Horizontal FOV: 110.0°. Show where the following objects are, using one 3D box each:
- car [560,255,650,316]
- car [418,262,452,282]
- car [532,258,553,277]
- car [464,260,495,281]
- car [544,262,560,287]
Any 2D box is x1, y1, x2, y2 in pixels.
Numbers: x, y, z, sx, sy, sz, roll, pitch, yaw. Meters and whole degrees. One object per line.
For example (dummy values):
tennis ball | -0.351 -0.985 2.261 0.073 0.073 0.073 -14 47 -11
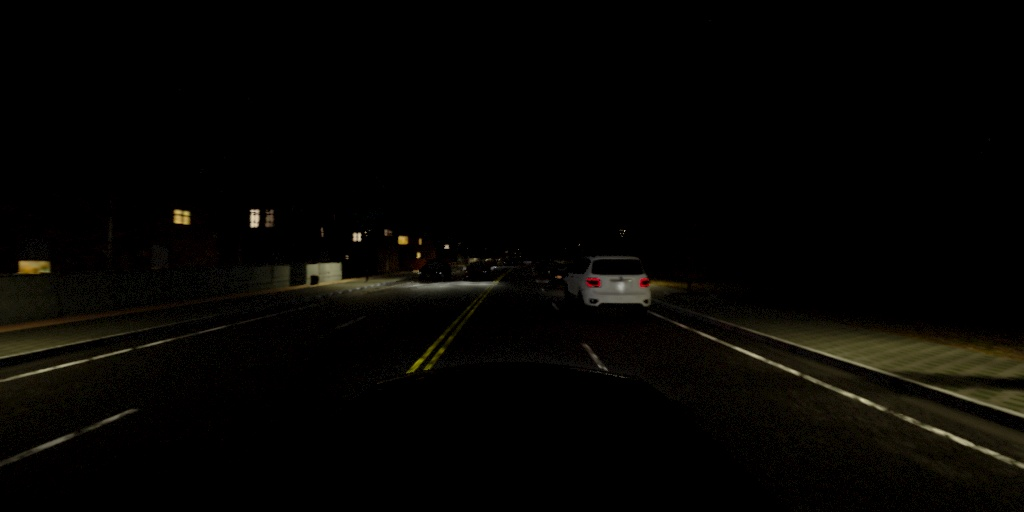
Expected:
car | 3.321 0.984 13.500 2.150 2.045 5.566 0 0 1
car | -6.163 1.240 29.179 1.882 1.535 5.008 0 0 2
car | 3.653 1.254 35.965 1.882 1.535 5.008 1 0 -7
car | -2.856 1.244 30.800 1.882 1.535 5.008 0 0 2
car | 3.530 1.316 24.412 2.033 1.411 5.357 0 0 1
